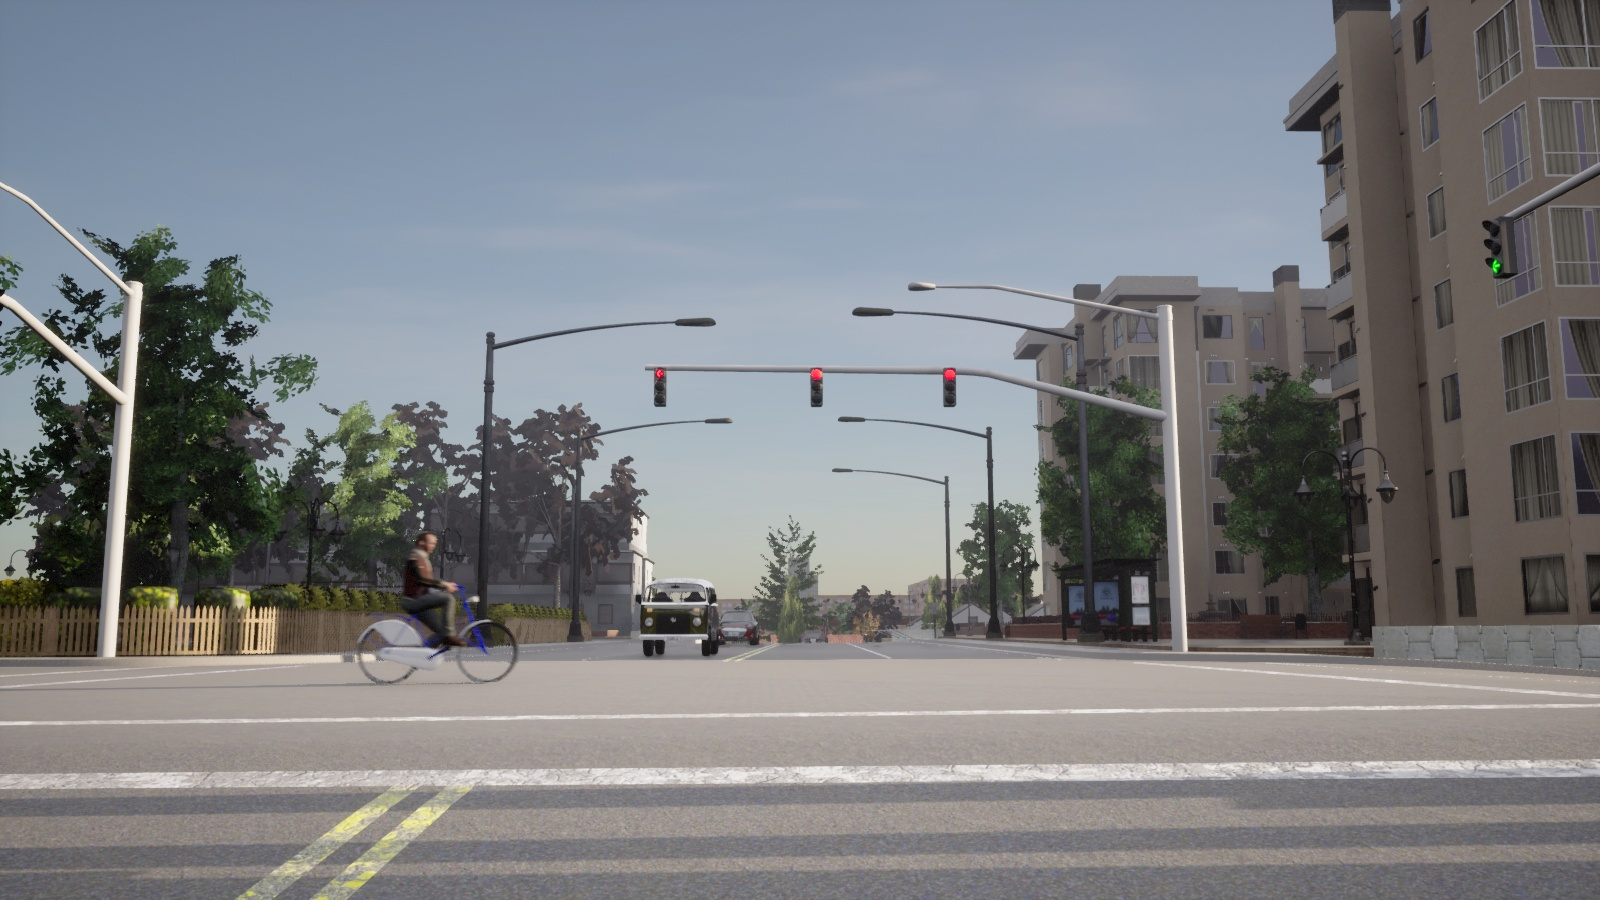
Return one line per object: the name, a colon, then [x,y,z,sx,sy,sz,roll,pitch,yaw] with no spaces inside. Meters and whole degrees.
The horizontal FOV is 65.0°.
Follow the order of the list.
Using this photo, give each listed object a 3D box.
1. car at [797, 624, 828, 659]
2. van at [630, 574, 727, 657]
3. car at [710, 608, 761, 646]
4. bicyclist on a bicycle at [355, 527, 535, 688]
car: [0.924,13.709,89.676,2.152,1.651,5.027,0,-18,1]
van: [-3.155,4.441,33.522,2.069,2.038,4.480,0,-8,1]
car: [-2.896,8.105,57.441,2.033,1.649,4.856,0,-8,1]
bicyclist on a bicycle: [-4.069,1.815,14.510,1.843,1.776,0.659,-1,-8,0]
